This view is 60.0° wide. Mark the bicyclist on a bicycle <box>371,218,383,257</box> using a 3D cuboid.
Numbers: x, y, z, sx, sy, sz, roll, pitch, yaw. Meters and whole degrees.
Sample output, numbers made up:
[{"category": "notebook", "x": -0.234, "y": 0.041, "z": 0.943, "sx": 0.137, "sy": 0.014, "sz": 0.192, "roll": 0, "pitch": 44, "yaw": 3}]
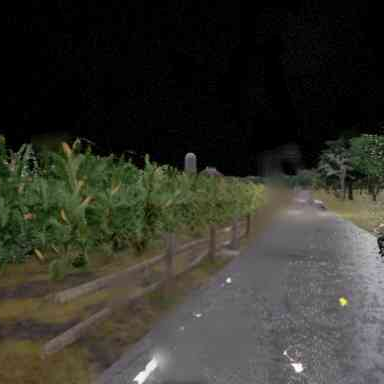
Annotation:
[{"category": "bicyclist on a bicycle", "x": 7.302, "y": 1.740, "z": 12.575, "sx": 0.866, "sy": 1.612, "sz": 1.509, "roll": 1, "pitch": -1, "yaw": 19}]

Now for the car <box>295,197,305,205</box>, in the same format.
[{"category": "car", "x": 23.113, "y": 1.840, "z": 71.114, "sx": 2.097, "sy": 1.767, "sz": 4.553, "roll": 1, "pitch": 0, "yaw": 18}]

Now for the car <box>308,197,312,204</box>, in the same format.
[{"category": "car", "x": 25.351, "y": 1.881, "z": 69.131, "sx": 2.097, "sy": 1.767, "sz": 4.553, "roll": 1, "pitch": 0, "yaw": 18}]

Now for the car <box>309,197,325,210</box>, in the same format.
[{"category": "car", "x": 20.367, "y": 2.045, "z": 53.846, "sx": 1.812, "sy": 1.442, "sz": 4.674, "roll": 1, "pitch": 0, "yaw": 18}]
